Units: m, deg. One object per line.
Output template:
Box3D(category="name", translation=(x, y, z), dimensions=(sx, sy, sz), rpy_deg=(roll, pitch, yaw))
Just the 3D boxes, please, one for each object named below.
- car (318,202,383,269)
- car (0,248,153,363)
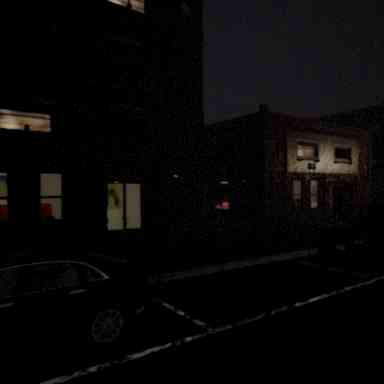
Box3D(category="car", translation=(6.350, 1.289, 11.102), dimensions=(5.009, 1.841, 2.192), rpy_deg=(0, 0, -36))
Box3D(category="car", translation=(-2.679, 1.550, 4.652), dimensions=(4.403, 1.369, 2.008), rpy_deg=(0, 0, -36))
